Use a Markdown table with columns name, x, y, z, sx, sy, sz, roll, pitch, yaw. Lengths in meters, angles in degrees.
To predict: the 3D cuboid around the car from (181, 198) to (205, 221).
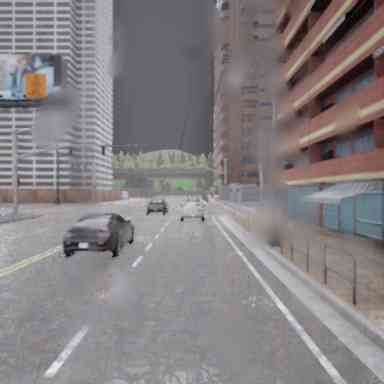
| name | x | y | z | sx | sy | sz | roll | pitch | yaw |
| --- | --- | --- | --- | --- | --- | --- | --- | --- | --- |
| car | 0.059 | 1.486 | 26.678 | 1.812 | 1.442 | 4.674 | 0 | 0 | 0 |

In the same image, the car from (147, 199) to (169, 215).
| name | x | y | z | sx | sy | sz | roll | pitch | yaw |
| --- | --- | --- | --- | --- | --- | --- | --- | --- | --- |
| car | -3.403 | 1.443 | 33.428 | 2.128 | 1.511 | 4.902 | 0 | 0 | 0 |

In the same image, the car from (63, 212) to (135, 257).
| name | x | y | z | sx | sy | sz | roll | pitch | yaw |
| --- | --- | --- | --- | --- | --- | --- | --- | --- | --- |
| car | -3.401 | 1.506 | 12.740 | 1.812 | 1.442 | 4.674 | 0 | 0 | 0 |
